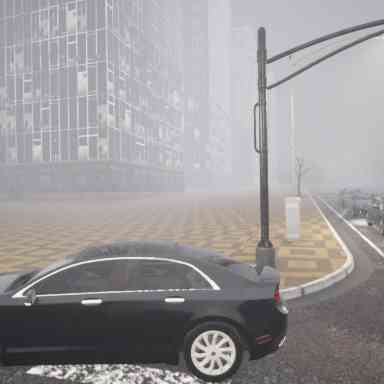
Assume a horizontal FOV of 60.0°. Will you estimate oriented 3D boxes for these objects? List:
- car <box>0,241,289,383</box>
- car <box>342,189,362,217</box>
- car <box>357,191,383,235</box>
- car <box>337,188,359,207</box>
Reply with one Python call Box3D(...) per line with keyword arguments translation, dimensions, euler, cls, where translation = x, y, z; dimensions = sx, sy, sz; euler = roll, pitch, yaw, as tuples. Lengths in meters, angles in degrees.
Box3D(translation=(-1.142, 1.505, 4.792), dimensions=(4.892, 1.490, 1.837), euler=(0, 0, 0), cls="car")
Box3D(translation=(10.921, 0.759, 20.780), dimensions=(1.994, 1.385, 4.181), euler=(-1, 2, 17), cls="car")
Box3D(translation=(8.902, 0.928, 14.476), dimensions=(2.128, 1.511, 4.902), euler=(-1, 2, 18), cls="car")
Box3D(translation=(12.886, 0.454, 26.854), dimensions=(2.128, 1.511, 4.902), euler=(-1, 2, 18), cls="car")
